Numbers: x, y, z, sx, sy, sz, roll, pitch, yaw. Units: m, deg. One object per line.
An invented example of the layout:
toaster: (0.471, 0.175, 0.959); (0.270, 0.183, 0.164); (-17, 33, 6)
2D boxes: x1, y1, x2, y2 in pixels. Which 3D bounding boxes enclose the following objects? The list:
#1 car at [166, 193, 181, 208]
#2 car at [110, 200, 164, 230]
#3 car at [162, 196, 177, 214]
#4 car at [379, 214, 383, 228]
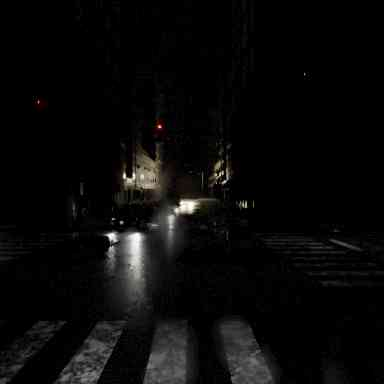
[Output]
car: (-2.863, 1.199, 48.875); (2.150, 2.045, 5.566); (0, 0, 0)
car: (-3.542, 1.501, 21.271); (1.837, 1.490, 4.892); (1, 0, 11)
car: (-2.857, 1.515, 34.825); (1.812, 1.442, 4.674); (0, 1, 0)
car: (12.342, 1.282, 16.851); (5.009, 1.841, 2.192); (0, 0, 0)
